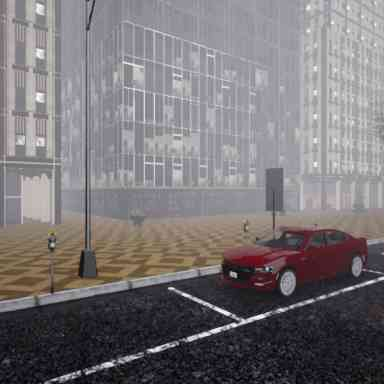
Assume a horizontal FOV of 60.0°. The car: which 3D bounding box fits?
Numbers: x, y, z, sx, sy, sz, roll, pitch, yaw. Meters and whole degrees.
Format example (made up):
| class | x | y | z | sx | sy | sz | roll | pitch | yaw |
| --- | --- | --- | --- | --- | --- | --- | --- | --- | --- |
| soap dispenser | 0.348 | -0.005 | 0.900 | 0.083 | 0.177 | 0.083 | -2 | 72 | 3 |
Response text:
| class | x | y | z | sx | sy | sz | roll | pitch | yaw |
| --- | --- | --- | --- | --- | --- | --- | --- | --- | --- |
| car | 2.724 | 1.545 | 8.515 | 4.507 | 1.381 | 1.887 | 0 | 0 | -36 |
